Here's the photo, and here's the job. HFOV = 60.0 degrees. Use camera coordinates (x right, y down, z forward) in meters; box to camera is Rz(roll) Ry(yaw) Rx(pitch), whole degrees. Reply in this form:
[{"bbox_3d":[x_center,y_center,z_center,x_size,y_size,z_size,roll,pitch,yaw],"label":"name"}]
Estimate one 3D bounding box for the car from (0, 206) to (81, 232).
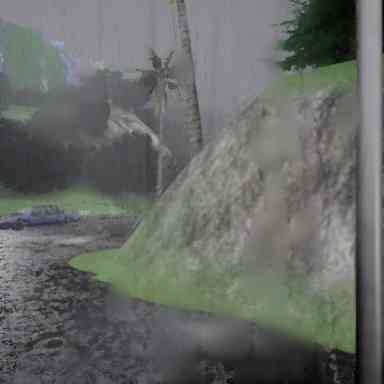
[{"bbox_3d":[-9.664,1.567,20.867,2.033,1.411,5.357,0,0,36],"label":"car"}]
